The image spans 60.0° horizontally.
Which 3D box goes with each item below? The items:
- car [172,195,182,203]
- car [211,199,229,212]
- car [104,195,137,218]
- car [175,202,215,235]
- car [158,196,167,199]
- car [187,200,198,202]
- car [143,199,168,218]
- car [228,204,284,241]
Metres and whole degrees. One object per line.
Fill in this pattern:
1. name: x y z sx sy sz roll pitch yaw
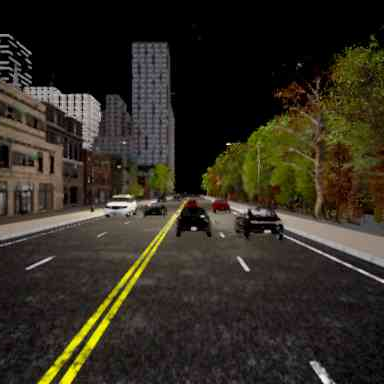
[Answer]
1. car: -3.285 1.470 72.624 2.097 1.767 4.553 0 0 0
2. car: 3.329 1.599 39.164 1.882 1.535 5.008 0 0 0
3. car: -6.603 1.320 31.424 2.150 2.045 5.566 0 0 0
4. car: 0.091 1.568 19.035 1.837 1.490 4.892 0 0 0
5. car: -6.535 1.594 73.008 1.837 1.490 4.892 0 0 0
6. car: 0.080 1.649 39.628 1.812 1.442 4.674 0 0 0
7. car: -3.353 1.661 31.003 1.994 1.385 4.181 0 0 0
8. car: 3.341 1.548 17.145 2.128 1.511 4.902 0 0 0
